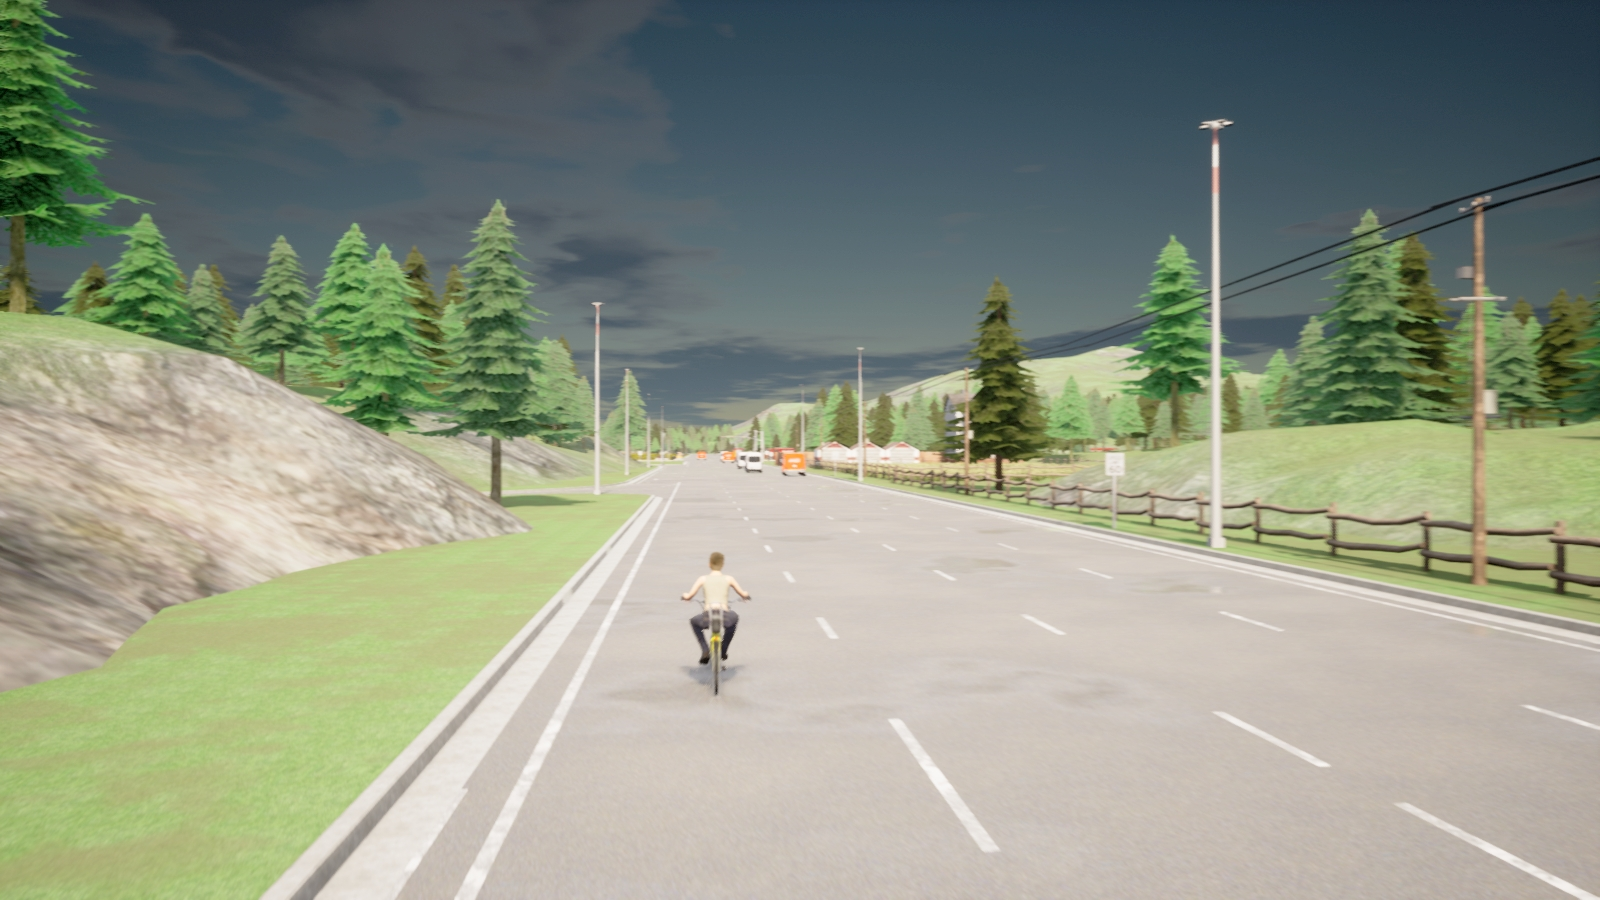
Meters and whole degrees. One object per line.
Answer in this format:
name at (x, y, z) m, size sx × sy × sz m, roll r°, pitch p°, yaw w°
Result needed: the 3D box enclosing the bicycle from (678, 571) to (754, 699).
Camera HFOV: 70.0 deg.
bicycle at (-1.001, 2.167, 13.627) m, size 0.859 × 1.276 × 1.487 m, roll 0°, pitch 0°, yaw -4°
